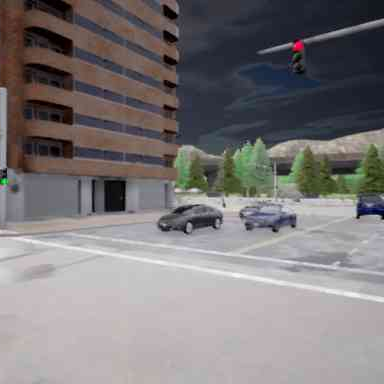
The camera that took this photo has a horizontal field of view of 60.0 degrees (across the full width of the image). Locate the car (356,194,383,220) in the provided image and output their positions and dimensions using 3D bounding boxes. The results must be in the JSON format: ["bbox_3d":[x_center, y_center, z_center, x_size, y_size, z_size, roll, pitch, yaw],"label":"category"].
[{"bbox_3d":[15.640,1.217,28.798,2.150,2.045,5.566,0,0,34],"label":"car"}]

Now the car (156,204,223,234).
[{"bbox_3d":[-0.017,1.491,19.257,1.837,1.490,4.892,0,0,36],"label":"car"}]

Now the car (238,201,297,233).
[{"bbox_3d":[4.843,1.516,19.995,1.812,1.442,4.674,0,0,36],"label":"car"}]
